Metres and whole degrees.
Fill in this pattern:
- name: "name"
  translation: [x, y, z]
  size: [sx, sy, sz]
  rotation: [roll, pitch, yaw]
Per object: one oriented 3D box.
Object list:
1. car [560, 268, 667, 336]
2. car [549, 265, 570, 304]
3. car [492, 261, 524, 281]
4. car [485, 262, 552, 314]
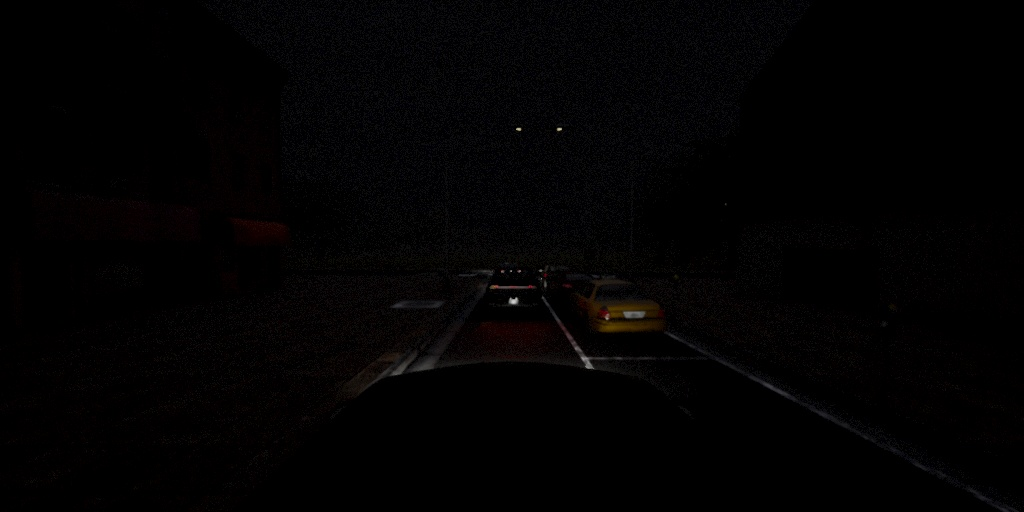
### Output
- name: "car"
  translation: [2.637, 1.202, 10.001]
  size: [1.751, 1.417, 4.829]
  rotation: [0, 0, 0]
- name: "car"
  translation: [2.637, 1.208, 15.364]
  size: [1.802, 1.307, 4.207]
  rotation: [0, 0, 0]
- name: "car"
  translation: [-0.432, 1.122, 27.973]
  size: [1.895, 1.301, 4.718]
  rotation: [0, 0, -8]
- name: "car"
  translation: [0.062, 1.137, 13.173]
  size: [2.128, 1.511, 4.902]
  rotation: [0, 0, 0]
